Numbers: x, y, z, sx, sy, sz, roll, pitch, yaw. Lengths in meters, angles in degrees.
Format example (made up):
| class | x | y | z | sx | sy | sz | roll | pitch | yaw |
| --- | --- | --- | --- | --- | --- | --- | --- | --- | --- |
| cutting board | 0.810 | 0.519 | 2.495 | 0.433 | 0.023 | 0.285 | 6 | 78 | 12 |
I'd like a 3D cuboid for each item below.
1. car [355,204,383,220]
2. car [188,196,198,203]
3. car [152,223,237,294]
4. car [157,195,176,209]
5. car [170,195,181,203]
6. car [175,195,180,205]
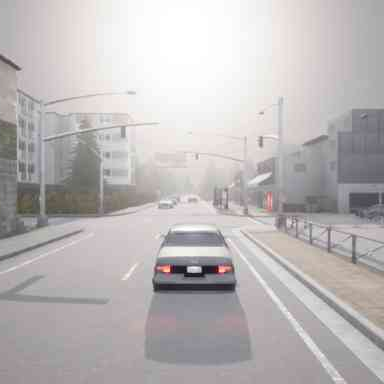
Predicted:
| class | x | y | z | sx | sy | sz | roll | pitch | yaw |
| --- | --- | --- | --- | --- | --- | --- | --- | --- | --- |
| car | 16.739 | 1.737 | 29.327 | 4.181 | 1.385 | 1.994 | 0 | 0 | 0 |
| car | 0.156 | 1.518 | 68.830 | 1.812 | 1.442 | 4.674 | 0 | 0 | 0 |
| car | 0.067 | 1.546 | 8.944 | 2.033 | 1.411 | 5.357 | 0 | 0 | 1 |
| car | -3.561 | 1.521 | 45.849 | 1.812 | 1.442 | 4.674 | 0 | 0 | 0 |
| car | -3.444 | 1.385 | 69.999 | 1.882 | 1.535 | 5.008 | 0 | 0 | 0 |
| car | -3.539 | 1.500 | 56.490 | 1.837 | 1.490 | 4.892 | 0 | 0 | 0 |
